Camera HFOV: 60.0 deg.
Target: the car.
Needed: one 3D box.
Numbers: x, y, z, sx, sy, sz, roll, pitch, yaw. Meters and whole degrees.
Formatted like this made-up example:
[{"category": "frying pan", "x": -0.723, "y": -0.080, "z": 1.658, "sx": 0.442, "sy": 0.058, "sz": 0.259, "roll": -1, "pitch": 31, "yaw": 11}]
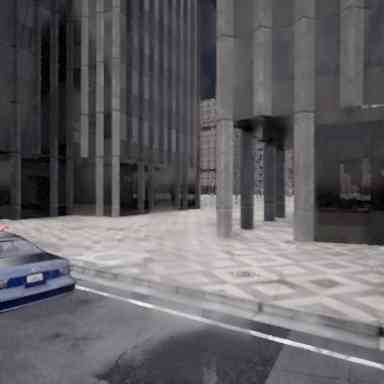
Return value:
[{"category": "car", "x": -4.824, "y": 1.586, "z": 7.389, "sx": 5.357, "sy": 1.411, "sz": 2.033, "roll": 0, "pitch": 0, "yaw": 36}]
